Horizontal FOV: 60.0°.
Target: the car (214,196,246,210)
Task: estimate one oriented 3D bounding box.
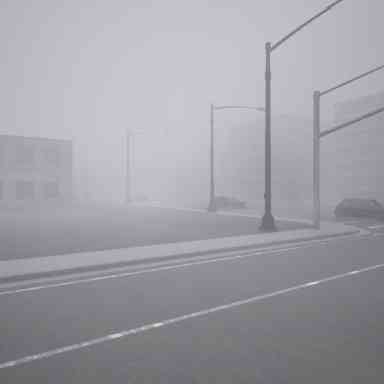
[{"bbox_3d":[4.207,1.221,39.049,1.882,1.535,5.008,0,1,-35],"label":"car"}]

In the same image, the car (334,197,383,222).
[{"bbox_3d":[13.455,1.294,25.542,2.097,1.767,4.553,0,0,-34],"label":"car"}]

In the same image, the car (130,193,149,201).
[{"bbox_3d":[-9.494,0.917,59.158,1.895,1.301,4.718,0,1,-34],"label":"car"}]
